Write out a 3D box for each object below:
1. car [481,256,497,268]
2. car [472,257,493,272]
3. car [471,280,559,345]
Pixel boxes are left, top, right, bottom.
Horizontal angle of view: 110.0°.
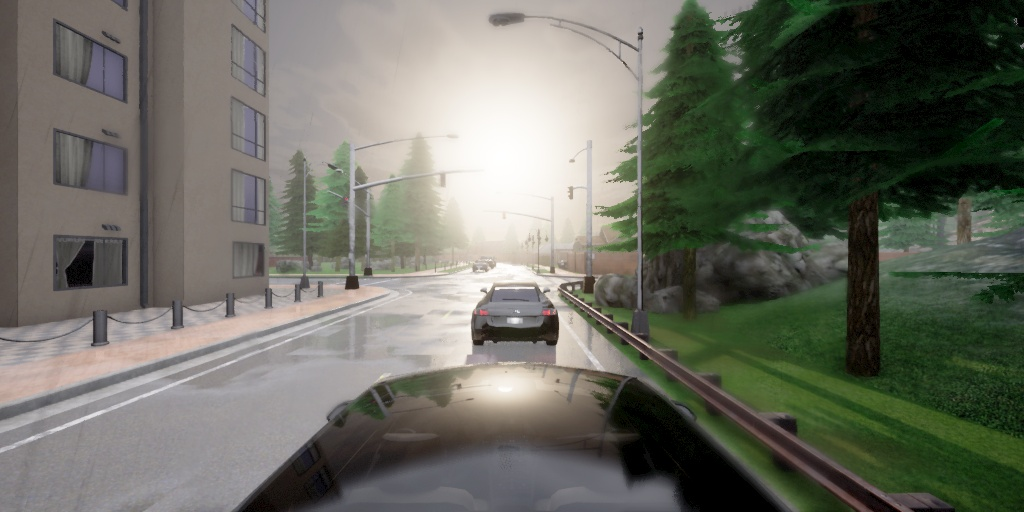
[{"bbox_3d":[-3.976,0.942,56.163,2.150,2.045,5.566,0,0,0],"label":"car"},{"bbox_3d":[-3.934,1.212,45.556,2.128,1.511,4.902,0,0,0],"label":"car"},{"bbox_3d":[0.083,1.314,9.468,1.994,1.385,4.181,0,0,1],"label":"car"}]
